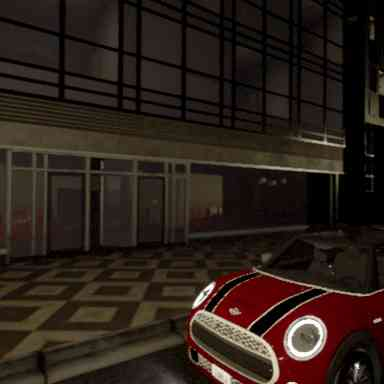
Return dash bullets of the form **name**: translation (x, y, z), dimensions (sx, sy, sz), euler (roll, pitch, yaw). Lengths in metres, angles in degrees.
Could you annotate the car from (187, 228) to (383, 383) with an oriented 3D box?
- **car**: translation (2.151, 1.393, 4.875), dimensions (4.553, 1.767, 2.097), euler (1, 0, -35)
